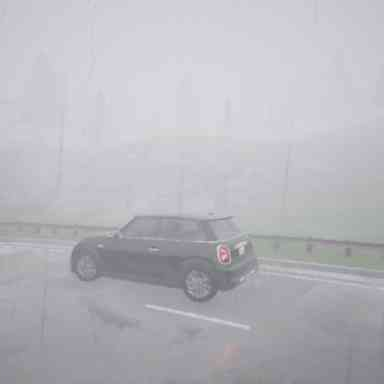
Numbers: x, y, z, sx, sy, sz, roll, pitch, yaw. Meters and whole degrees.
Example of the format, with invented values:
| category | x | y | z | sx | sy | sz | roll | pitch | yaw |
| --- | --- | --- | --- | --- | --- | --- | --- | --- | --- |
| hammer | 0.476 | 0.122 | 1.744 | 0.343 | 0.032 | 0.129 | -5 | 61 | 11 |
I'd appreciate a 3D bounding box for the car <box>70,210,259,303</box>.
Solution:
| category | x | y | z | sx | sy | sz | roll | pitch | yaw |
| --- | --- | --- | --- | --- | --- | --- | --- | --- | --- |
| car | -0.806 | 1.259 | 8.096 | 4.553 | 1.767 | 2.097 | 0 | 1 | 29 |
